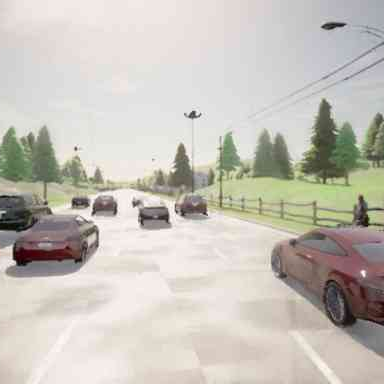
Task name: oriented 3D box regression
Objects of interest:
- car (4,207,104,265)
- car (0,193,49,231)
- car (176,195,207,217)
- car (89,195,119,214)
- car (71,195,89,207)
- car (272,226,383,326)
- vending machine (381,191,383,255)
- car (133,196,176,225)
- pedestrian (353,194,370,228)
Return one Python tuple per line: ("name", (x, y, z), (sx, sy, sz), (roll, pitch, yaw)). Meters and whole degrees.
("car", (-4.417, 1.450, 11.404), (1.994, 1.385, 4.181), (0, 1, -7))
("car", (-8.749, 1.070, 16.842), (2.150, 2.045, 5.566), (0, 1, -11))
("car", (-0.179, 1.008, 27.640), (2.097, 1.767, 4.553), (-1, 1, -11))
("car", (-7.859, 1.023, 30.494), (2.097, 1.767, 4.553), (-1, 1, -11))
("car", (-13.352, 1.063, 40.397), (1.882, 1.535, 5.008), (-1, 1, -11))
("car", (3.112, 1.419, 6.759), (1.812, 1.442, 4.674), (0, 1, -5))
("vending machine", (6.890, 1.016, 10.685), (1.100, 2.100, 0.880), (0, 1, -7))
("car", (-2.609, 1.239, 21.989), (2.128, 1.511, 4.902), (0, 1, -11))
("pedestrian", (6.032, 0.953, 11.859), (0.375, 1.860, 0.375), (0, 1, -7))
